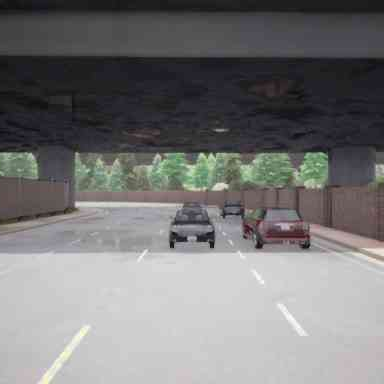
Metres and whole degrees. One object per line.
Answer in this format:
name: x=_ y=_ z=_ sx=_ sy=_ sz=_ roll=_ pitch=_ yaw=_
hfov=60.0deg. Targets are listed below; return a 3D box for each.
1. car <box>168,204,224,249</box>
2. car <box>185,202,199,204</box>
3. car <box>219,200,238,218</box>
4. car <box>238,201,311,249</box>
car: x=0.000 y=1.495 z=14.650 sx=2.128 sy=1.511 sz=4.902 roll=0 pitch=0 yaw=0
car: x=0.000 y=1.563 z=29.650 sx=2.033 sy=1.411 sz=5.357 roll=0 pitch=0 yaw=0
car: x=3.500 y=1.495 z=29.650 sx=2.128 sy=1.511 sz=4.902 roll=0 pitch=0 yaw=0
car: x=3.500 y=1.366 z=14.620 sx=2.097 sy=1.767 sz=4.553 roll=0 pitch=0 yaw=0
